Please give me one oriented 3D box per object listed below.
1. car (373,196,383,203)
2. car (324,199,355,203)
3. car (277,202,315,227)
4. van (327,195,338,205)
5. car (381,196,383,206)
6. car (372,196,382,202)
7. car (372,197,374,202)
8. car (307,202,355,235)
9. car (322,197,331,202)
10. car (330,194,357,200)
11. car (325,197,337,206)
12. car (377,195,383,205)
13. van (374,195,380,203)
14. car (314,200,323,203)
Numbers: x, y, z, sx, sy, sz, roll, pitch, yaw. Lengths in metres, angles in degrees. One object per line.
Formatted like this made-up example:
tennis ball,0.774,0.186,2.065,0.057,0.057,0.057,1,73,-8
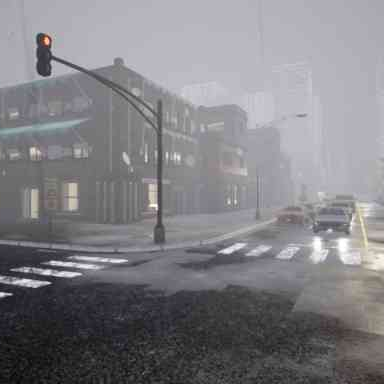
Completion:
car,41.507,1.682,74.083,1.802,1.307,4.206,0,0,26
car,12.395,1.541,27.807,1.812,1.442,4.674,0,0,26
car,7.141,1.554,23.248,1.887,1.381,4.507,0,0,26
van,26.684,1.406,62.892,1.690,1.788,3.998,0,0,26
car,26.908,1.589,44.320,2.008,1.369,4.403,0,0,26
car,43.941,1.678,79.045,1.947,1.339,4.313,0,0,26
car,39.149,1.614,69.275,1.752,1.417,4.829,0,0,26
car,8.215,1.555,19.338,2.033,1.411,5.357,0,0,26
car,14.443,1.550,37.936,1.752,1.417,4.829,0,0,26
car,17.126,1.247,37.298,2.150,2.045,5.566,0,0,26
car,24.175,1.580,57.778,1.752,1.417,4.829,0,0,26
car,31.774,1.638,54.240,1.802,1.307,4.206,0,0,26
van,36.641,1.418,64.163,1.690,1.788,3.998,0,0,26
car,9.651,1.580,28.167,1.947,1.339,4.313,0,0,26
